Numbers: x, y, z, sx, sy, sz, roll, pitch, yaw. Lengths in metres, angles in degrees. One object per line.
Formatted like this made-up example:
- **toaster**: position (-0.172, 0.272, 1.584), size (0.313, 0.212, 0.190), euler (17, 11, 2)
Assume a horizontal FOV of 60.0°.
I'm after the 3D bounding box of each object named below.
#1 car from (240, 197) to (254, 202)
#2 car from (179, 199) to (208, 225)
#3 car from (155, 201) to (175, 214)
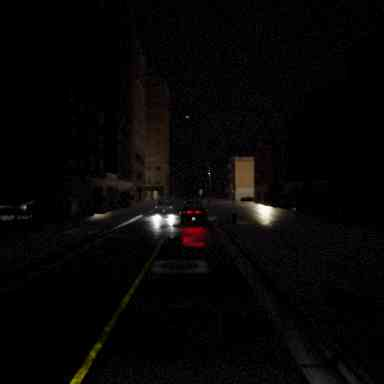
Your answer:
- **car**: position (13.255, 1.718, 76.560), size (4.313, 1.339, 1.947), euler (0, -1, 0)
- **car**: position (0.113, 1.514, 24.343), size (1.837, 1.490, 4.892), euler (0, 0, 0)
- **car**: position (-2.830, 1.614, 35.480), size (1.895, 1.301, 4.718), euler (0, 0, 0)
